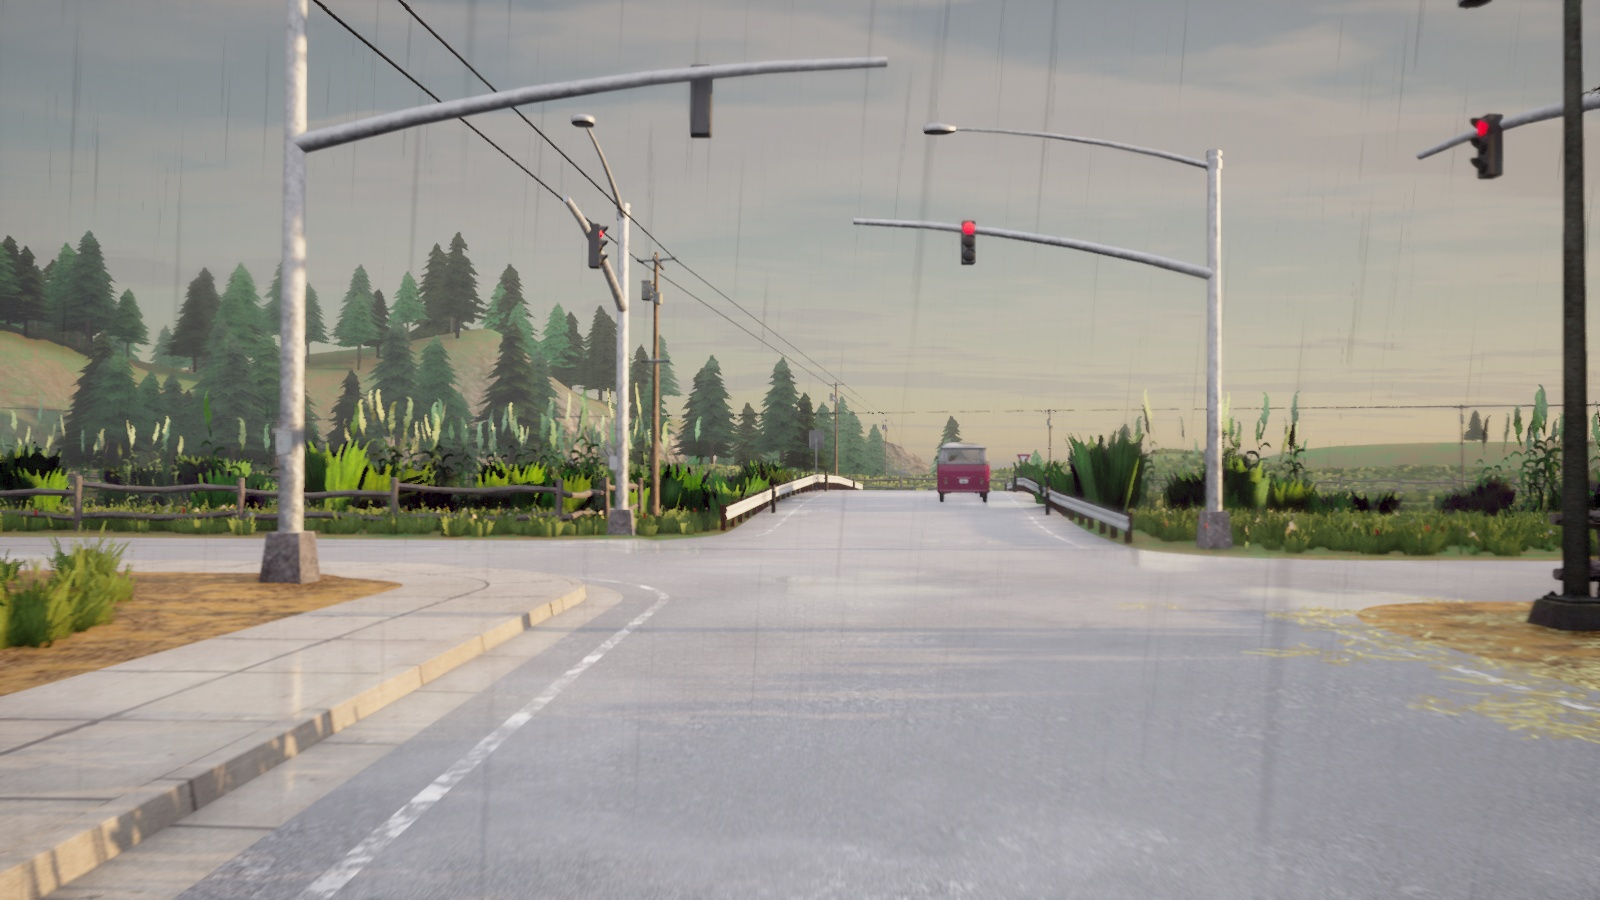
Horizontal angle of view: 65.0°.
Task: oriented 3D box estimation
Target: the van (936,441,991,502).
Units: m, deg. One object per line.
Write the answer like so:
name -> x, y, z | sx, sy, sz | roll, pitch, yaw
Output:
van -> 5.691, 0.697, 44.067 | 1.775, 1.987, 4.442 | 0, 1, 6
